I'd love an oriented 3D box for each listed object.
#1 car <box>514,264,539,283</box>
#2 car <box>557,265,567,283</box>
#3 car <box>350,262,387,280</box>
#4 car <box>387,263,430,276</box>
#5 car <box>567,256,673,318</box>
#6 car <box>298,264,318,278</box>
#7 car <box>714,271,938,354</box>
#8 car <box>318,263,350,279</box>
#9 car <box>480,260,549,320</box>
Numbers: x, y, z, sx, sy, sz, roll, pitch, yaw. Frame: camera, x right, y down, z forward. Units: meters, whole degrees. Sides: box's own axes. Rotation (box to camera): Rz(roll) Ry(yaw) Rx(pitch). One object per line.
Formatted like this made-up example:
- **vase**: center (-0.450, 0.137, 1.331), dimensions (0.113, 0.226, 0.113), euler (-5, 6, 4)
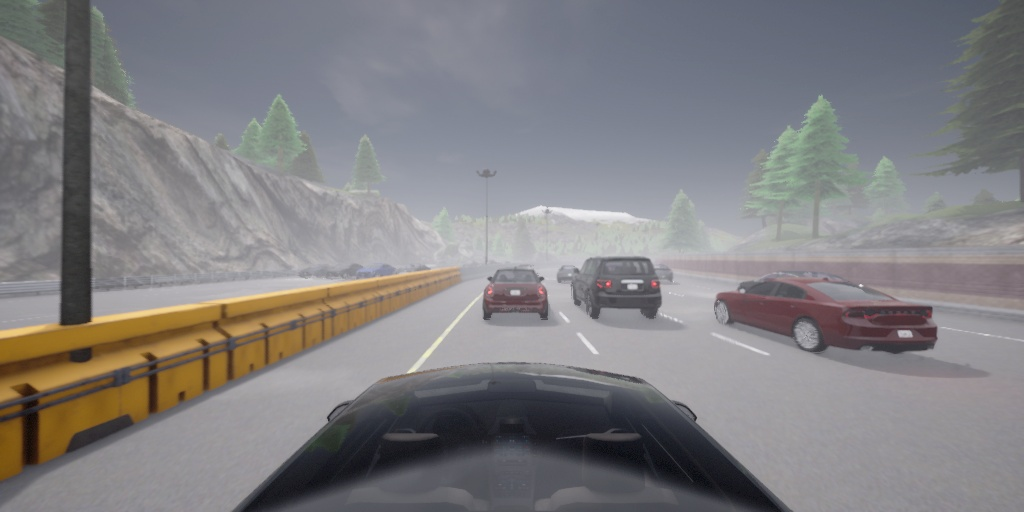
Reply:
- **car**: center (1.300, 1.423, 30.549), dimensions (1.812, 1.442, 4.674), euler (0, 0, 7)
- **car**: center (4.778, 1.459, 30.109), dimensions (1.994, 1.385, 4.181), euler (0, 0, 7)
- **car**: center (-12.601, 1.391, 33.567), dimensions (1.882, 1.535, 5.008), euler (0, 0, 8)
- **car**: center (-9.129, 1.402, 33.082), dimensions (2.128, 1.511, 4.902), euler (0, 0, 8)
- **car**: center (3.636, 1.031, 13.390), dimensions (2.150, 2.045, 5.566), euler (0, 0, 1)
- **car**: center (-19.312, 1.490, 35.957), dimensions (1.994, 1.385, 4.181), euler (0, 0, 8)
- **car**: center (7.100, 1.264, 8.940), dimensions (1.882, 1.535, 5.008), euler (0, 0, 0)
- **car**: center (-15.971, 1.397, 34.732), dimensions (1.882, 1.535, 5.008), euler (0, 0, 8)
- **car**: center (0.144, 1.160, 13.153), dimensions (2.097, 1.767, 4.553), euler (0, 0, 1)
